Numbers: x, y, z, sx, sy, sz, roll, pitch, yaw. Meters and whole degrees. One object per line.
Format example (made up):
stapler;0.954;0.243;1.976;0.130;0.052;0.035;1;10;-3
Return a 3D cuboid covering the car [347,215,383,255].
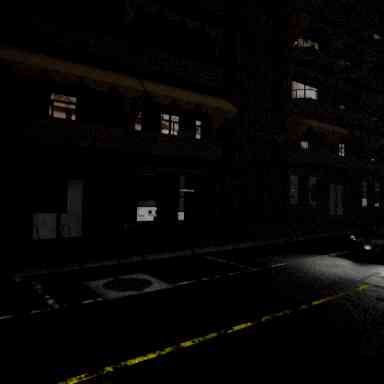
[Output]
car;7.637;1.534;12.228;4.674;1.442;1.812;0;0;-36
